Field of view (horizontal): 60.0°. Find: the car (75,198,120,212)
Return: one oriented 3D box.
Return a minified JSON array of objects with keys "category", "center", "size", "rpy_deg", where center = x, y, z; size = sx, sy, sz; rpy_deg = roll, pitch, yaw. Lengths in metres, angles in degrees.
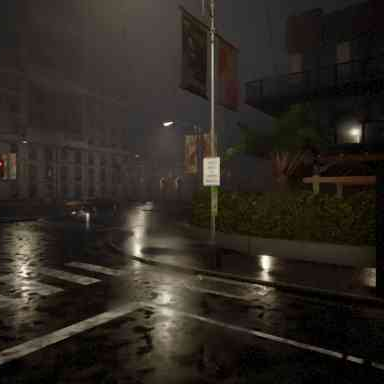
[{"category":"car","center":[-10.581,1.505,38.361],"size":[1.837,1.490,4.892],"rpy_deg":[0,0,36]}]

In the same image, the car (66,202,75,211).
[{"category":"car","center":[-13.077,1.478,40.905],"size":[1.882,1.535,5.008],"rpy_deg":[0,0,35]}]
